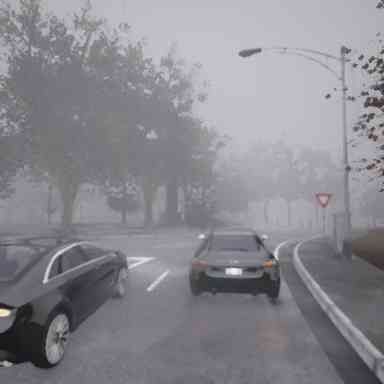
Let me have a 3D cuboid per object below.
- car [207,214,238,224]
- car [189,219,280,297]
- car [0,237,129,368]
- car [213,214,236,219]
[{"bbox_3d":[4.851,4.396,53.973,1.882,1.535,5.008,4,-6,-44],"label":"car"},{"bbox_3d":[1.091,1.620,8.766,1.994,1.385,4.181,0,-1,7],"label":"car"},{"bbox_3d":[-2.522,1.536,5.843,2.128,1.511,4.902,0,0,5],"label":"car"},{"bbox_3d":[4.779,4.212,49.373,1.895,1.301,4.718,3,-5,-35],"label":"car"}]
